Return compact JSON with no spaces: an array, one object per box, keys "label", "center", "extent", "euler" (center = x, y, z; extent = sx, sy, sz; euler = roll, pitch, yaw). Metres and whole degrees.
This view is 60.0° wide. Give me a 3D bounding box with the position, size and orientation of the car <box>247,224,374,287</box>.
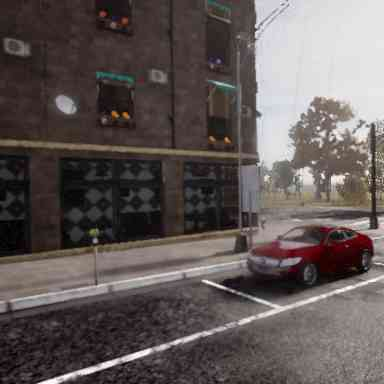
[{"label":"car","center":[3.379,1.554,9.107],"extent":[4.206,1.307,1.802],"euler":[0,-1,-35]}]
